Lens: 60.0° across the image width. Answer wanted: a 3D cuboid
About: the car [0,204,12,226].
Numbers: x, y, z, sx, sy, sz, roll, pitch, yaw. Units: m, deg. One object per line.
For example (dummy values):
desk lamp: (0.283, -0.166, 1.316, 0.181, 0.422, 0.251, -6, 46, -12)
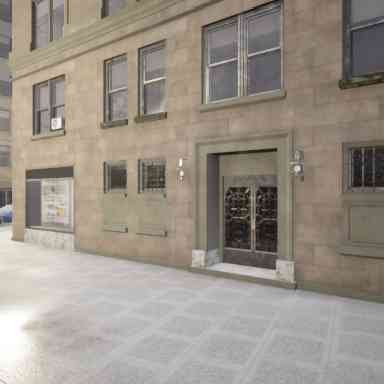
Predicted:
car: (-11.927, 1.512, 23.061, 2.033, 1.411, 5.357, 0, 0, 39)
